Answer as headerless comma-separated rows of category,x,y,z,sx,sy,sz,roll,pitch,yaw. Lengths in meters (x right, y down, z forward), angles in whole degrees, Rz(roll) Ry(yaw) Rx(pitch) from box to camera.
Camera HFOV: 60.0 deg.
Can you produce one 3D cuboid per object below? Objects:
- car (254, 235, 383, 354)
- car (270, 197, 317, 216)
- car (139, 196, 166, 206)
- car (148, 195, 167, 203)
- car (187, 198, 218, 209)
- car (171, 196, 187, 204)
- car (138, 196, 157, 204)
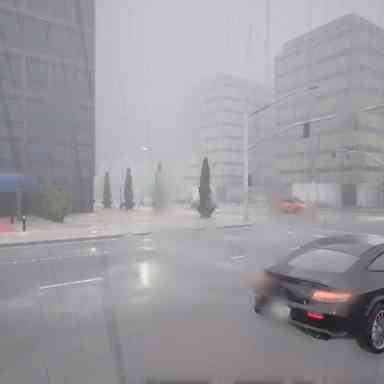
car,3.158,1.526,6.073,4.674,1.442,1.812,0,0,-35
car,9.983,1.352,32.772,2.097,1.767,4.553,0,0,-37
car,-6.837,1.526,56.550,1.812,1.442,4.674,0,0,-35
car,-7.333,1.503,69.704,1.837,1.490,4.892,0,0,-35
car,1.624,1.563,44.455,1.994,1.385,4.181,0,0,-35
car,-2.049,1.526,62.228,1.812,1.442,4.674,0,0,-35
car,-8.777,1.564,65.729,1.994,1.385,4.181,0,0,-35
